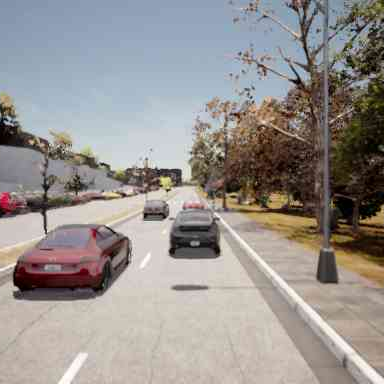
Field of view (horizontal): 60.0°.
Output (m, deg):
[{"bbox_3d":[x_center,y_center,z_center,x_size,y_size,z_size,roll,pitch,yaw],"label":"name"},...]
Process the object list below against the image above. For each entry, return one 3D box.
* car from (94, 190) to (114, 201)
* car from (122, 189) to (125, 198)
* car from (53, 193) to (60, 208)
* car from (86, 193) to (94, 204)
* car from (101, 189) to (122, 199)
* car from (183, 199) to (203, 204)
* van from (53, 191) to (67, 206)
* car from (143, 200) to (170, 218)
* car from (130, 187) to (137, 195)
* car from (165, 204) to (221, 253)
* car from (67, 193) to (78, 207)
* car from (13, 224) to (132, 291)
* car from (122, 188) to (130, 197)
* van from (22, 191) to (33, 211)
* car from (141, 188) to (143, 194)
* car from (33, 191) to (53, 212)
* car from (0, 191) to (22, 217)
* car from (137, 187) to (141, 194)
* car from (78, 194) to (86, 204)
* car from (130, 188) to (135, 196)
[{"bbox_3d":[-16.804,0.841,59.071,4.792,1.488,2.163,-1,1,-20],"label":"car"},{"bbox_3d":[-16.826,0.709,68.066,4.674,1.452,2.002,-1,1,-20],"label":"car"},{"bbox_3d":[-16.844,1.167,35.101,4.892,1.521,2.231,-1,1,-20],"label":"car"},{"bbox_3d":[-16.814,1.018,47.066,4.792,1.488,2.163,-1,1,-20],"label":"car"},{"bbox_3d":[-16.996,0.720,64.993,5.366,1.575,1.946,-1,1,-20],"label":"car"},{"bbox_3d":[0.107,1.333,31.015,1.895,1.301,4.718,0,1,0],"label":"car"},{"bbox_3d":[-16.959,0.899,38.037,4.442,1.987,1.878,-1,1,-20],"label":"van"},{"bbox_3d":[-2.894,1.331,27.499,2.033,1.411,5.357,0,1,0],"label":"car"},{"bbox_3d":[-16.840,0.174,80.059,5.566,2.045,2.435,-1,2,-20],"label":"car"},{"bbox_3d":[0.104,1.448,13.522,1.837,1.490,4.892,0,1,0],"label":"car"},{"bbox_3d":[-16.817,0.952,41.073,4.553,1.767,2.185,-1,1,-20],"label":"car"},{"bbox_3d":[-2.898,1.536,8.935,1.994,1.385,4.181,0,0,0],"label":"car"},{"bbox_3d":[-16.797,0.367,71.080,5.566,2.045,2.435,-1,1,-20],"label":"car"},{"bbox_3d":[-16.749,1.027,29.177,4.442,1.987,1.878,-1,1,-20],"label":"van"},{"bbox_3d":[-16.804,0.141,92.085,4.674,1.452,2.002,-1,1,-20],"label":"car"},{"bbox_3d":[-16.831,0.959,32.129,5.566,2.045,2.435,-1,1,-20],"label":"car"},{"bbox_3d":[-16.887,1.047,26.134,5.566,2.045,2.435,-1,1,-20],"label":"car"},{"bbox_3d":[-16.836,0.063,89.071,4.553,1.767,2.185,-1,2,-20],"label":"car"},{"bbox_3d":[-16.837,1.074,44.048,4.674,1.452,2.002,-1,1,-20],"label":"car"},{"bbox_3d":[-16.642,0.486,77.137,5.366,1.575,1.946,-1,1,-20],"label":"car"}]
